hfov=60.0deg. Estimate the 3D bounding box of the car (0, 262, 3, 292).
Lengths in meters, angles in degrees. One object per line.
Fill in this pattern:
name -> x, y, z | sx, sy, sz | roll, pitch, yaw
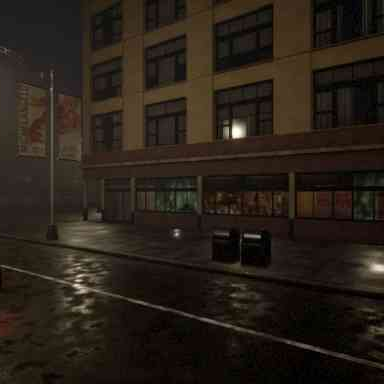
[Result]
car -> -5.832, 1.564, 7.719 | 1.994, 1.385, 4.181 | 0, 0, -40
